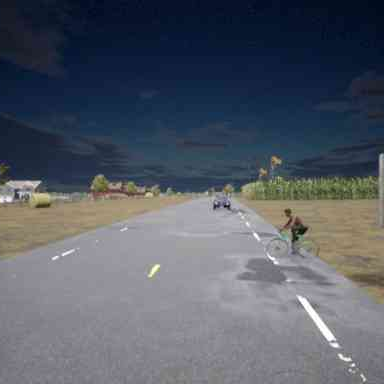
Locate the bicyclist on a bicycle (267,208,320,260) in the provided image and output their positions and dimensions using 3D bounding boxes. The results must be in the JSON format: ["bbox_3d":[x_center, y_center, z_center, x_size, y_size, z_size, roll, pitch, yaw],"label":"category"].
[{"bbox_3d":[3.222,1.354,10.594,1.656,1.620,0.582,0,0,5],"label":"bicyclist on a bicycle"}]

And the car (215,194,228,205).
[{"bbox_3d":[4.472,1.103,49.736,1.837,1.490,4.892,0,0,5],"label":"car"}]

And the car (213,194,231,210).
[{"bbox_3d":[3.369,1.259,37.559,1.895,1.301,4.718,0,0,5],"label":"car"}]
